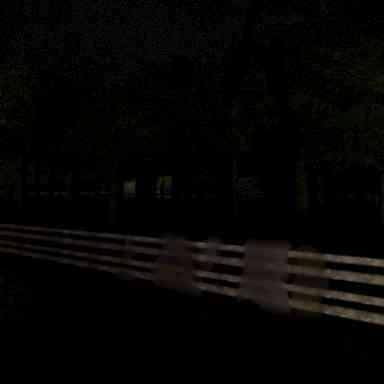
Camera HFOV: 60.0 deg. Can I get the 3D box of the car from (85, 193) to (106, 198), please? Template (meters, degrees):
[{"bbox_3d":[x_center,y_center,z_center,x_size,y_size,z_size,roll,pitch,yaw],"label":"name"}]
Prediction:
[{"bbox_3d":[-21.298,0.474,73.434,4.792,1.488,2.163,0,0,8],"label":"car"}]
